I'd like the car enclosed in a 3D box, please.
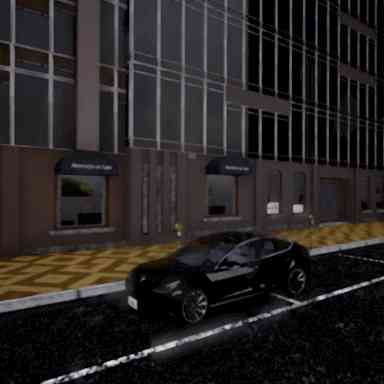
[{"bbox_3d":[0.740,1.562,7.082,4.313,1.339,1.947,0,1,-36],"label":"car"}]
